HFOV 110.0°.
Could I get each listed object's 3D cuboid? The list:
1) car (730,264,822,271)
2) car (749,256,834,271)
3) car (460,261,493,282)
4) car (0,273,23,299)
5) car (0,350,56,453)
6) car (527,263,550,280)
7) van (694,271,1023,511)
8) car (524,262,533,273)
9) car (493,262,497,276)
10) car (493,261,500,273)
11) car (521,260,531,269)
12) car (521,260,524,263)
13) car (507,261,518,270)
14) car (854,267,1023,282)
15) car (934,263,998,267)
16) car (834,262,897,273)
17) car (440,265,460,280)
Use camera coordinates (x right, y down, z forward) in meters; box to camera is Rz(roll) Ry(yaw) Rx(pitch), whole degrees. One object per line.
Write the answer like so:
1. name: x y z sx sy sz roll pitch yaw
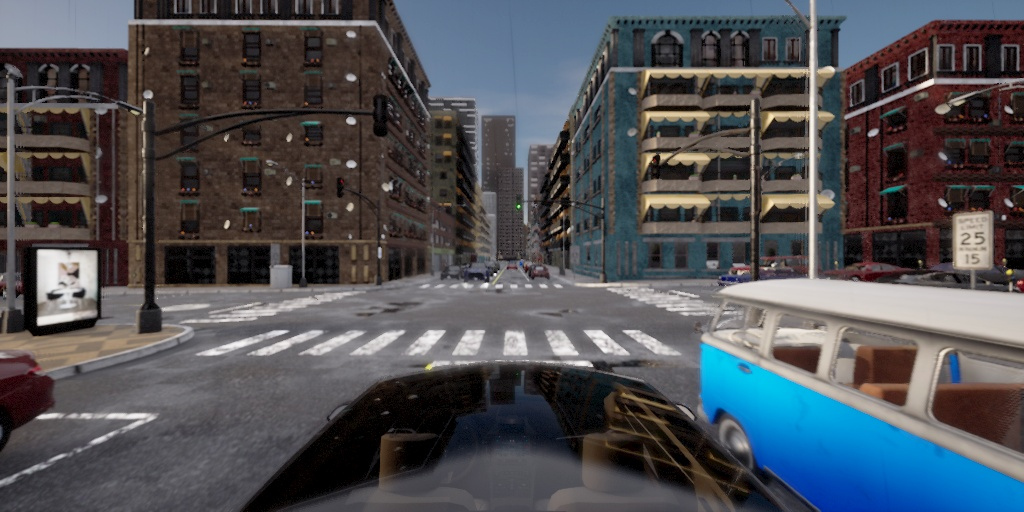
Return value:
1. car: 13.557 1.256 18.982 4.718 1.301 1.895 -1 0 -1
2. car: 15.776 0.938 21.597 5.009 1.841 2.192 0 0 0
3. car: -3.034 1.341 31.704 2.097 1.767 4.553 0 0 -2
4. car: -30.257 1.728 21.401 4.097 1.591 1.967 0 0 0
5. car: -5.692 1.334 2.048 1.802 1.307 4.207 0 0 0
6. car: 2.696 1.593 34.438 1.802 1.307 4.207 0 0 0
7. van: 2.689 1.093 2.045 1.690 1.789 3.998 0 0 0
8. car: 2.697 1.623 39.961 1.948 1.339 4.313 0 0 0
9. car: -3.088 1.625 40.388 1.994 1.385 4.181 0 0 0
10. car: -3.085 1.487 49.294 2.097 1.767 4.553 0 0 0
11. car: 2.700 1.695 51.007 1.888 1.381 4.507 0 0 0
12. car: 3.153 1.747 65.010 1.882 1.535 5.008 0 0 0
13. car: 0.013 1.834 65.148 1.994 1.385 4.181 0 0 0
14. car: 15.796 1.189 13.217 4.313 1.339 1.948 0 0 0
15. car: 23.957 1.053 19.064 5.357 1.411 2.033 -1 0 0
16. car: 21.347 1.089 21.637 4.507 1.381 1.888 0 0 0
17. car: -5.685 1.577 34.452 1.948 1.339 4.313 0 0 0
